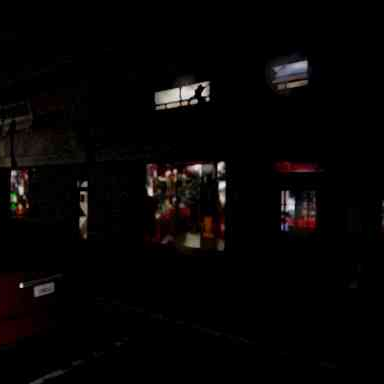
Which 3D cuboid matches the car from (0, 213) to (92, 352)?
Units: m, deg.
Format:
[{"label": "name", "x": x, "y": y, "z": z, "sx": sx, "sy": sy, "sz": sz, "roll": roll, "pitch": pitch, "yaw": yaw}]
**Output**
[{"label": "car", "x": -3.792, "y": 1.292, "z": 5.545, "sx": 5.009, "sy": 1.841, "sz": 2.192, "roll": 0, "pitch": 1, "yaw": 35}]
